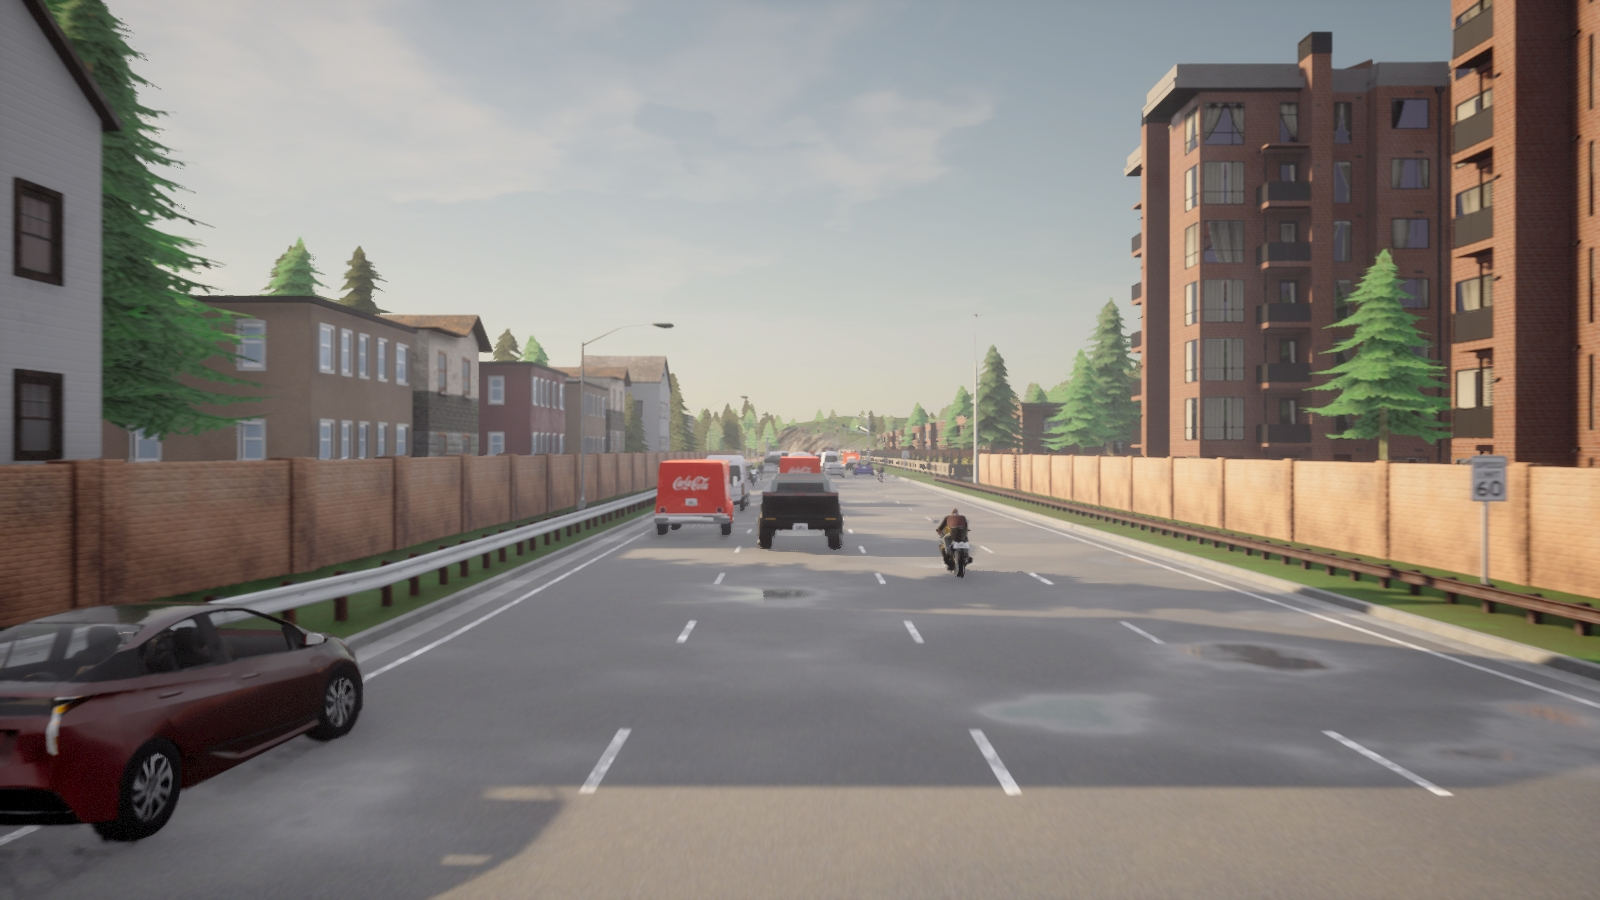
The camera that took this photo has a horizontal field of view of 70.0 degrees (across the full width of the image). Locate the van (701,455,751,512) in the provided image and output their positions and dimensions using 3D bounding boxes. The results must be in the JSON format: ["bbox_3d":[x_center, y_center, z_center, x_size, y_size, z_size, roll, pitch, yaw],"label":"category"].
[{"bbox_3d":[-3.499,1.535,54.994,1.988,2.561,5.915,0,0,0],"label":"van"}]

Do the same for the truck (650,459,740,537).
[{"bbox_3d":[-3.494,1.568,39.272,2.627,2.467,5.204,0,0,0],"label":"truck"}]

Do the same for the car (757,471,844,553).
[{"bbox_3d":[0.011,1.754,34.343,2.390,2.098,6.274,0,0,0],"label":"car"}]

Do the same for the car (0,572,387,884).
[{"bbox_3d":[-5.444,2.040,9.685,2.007,1.525,4.514,0,0,4],"label":"car"}]

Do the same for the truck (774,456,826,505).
[{"bbox_3d":[0.007,1.569,61.007,2.627,2.467,5.204,0,0,0],"label":"truck"}]

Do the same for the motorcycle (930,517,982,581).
[{"bbox_3d":[3.506,2.205,25.869,0.867,1.251,2.209,0,0,0],"label":"motorcycle"}]
